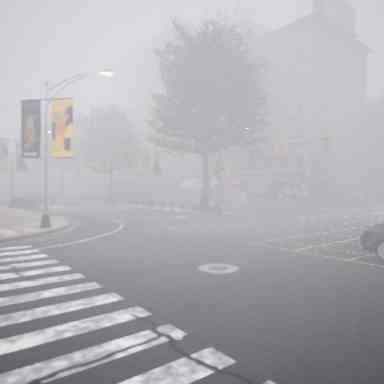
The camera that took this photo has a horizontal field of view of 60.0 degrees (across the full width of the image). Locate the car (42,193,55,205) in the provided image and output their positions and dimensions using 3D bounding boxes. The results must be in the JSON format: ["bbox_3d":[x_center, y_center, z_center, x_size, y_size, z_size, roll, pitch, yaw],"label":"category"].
[{"bbox_3d":[-19.071,0.855,42.616,2.128,1.511,4.902,0,2,-39],"label":"car"}]

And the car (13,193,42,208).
[{"bbox_3d":[-18.530,0.973,36.790,1.895,1.301,4.718,0,1,-39],"label":"car"}]

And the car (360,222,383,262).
[{"bbox_3d":[7.585,1.549,9.726,1.837,1.490,4.892,0,2,-39],"label":"car"}]
